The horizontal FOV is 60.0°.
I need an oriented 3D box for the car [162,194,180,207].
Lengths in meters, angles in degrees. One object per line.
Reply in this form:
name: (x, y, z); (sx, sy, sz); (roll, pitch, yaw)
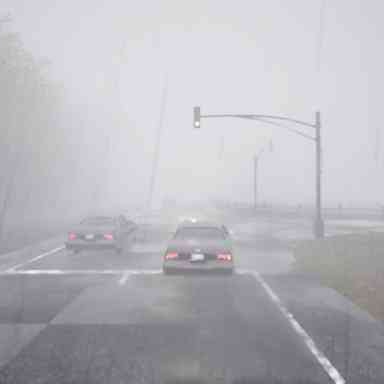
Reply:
car: (-3.405, 1.300, 51.742); (2.097, 1.767, 4.553); (0, 0, 0)

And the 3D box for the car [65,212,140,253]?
car: (-3.406, 1.537, 13.582); (2.033, 1.411, 5.357); (0, 0, 0)

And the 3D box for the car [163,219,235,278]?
car: (0.312, 1.539, 10.165); (2.033, 1.411, 5.357); (0, 0, 4)

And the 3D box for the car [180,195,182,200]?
car: (-3.509, 1.406, 87.063); (1.837, 1.490, 4.892); (0, 0, 0)
